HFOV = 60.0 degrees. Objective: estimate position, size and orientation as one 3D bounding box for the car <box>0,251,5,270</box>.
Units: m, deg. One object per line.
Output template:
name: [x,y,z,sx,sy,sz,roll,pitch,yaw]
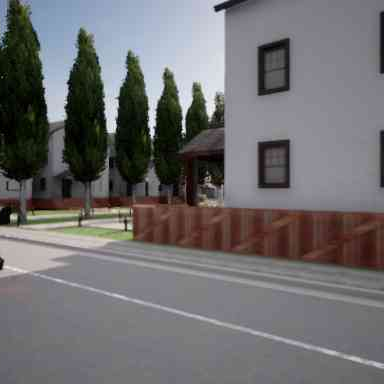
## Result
car: [-7.246,1.559,9.168,5.357,1.411,2.033,0,0,36]
